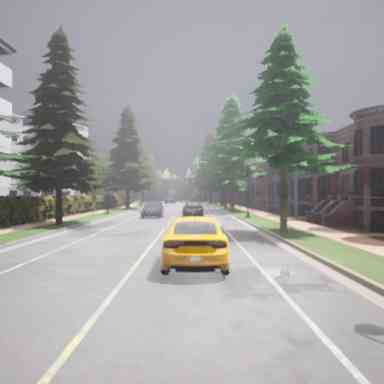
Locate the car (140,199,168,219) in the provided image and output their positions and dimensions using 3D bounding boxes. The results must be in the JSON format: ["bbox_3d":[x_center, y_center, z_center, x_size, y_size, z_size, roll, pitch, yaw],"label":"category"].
[{"bbox_3d":[-3.598,1.667,30.866,1.837,1.490,4.892,0,0,0],"label":"car"}]

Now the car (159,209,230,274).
[{"bbox_3d":[0.090,1.535,10.796,1.882,1.535,5.008,0,0,0],"label":"car"}]

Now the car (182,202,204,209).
[{"bbox_3d":[0.097,1.656,31.433,2.128,1.511,4.902,0,0,0],"label":"car"}]

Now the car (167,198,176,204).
[{"bbox_3d":[-4.671,1.924,71.432,1.994,1.385,4.181,0,0,-12],"label":"car"}]
